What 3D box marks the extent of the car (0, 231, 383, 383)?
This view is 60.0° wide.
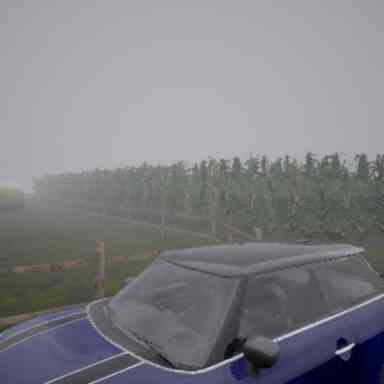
[{"bbox_3d":[0.243,1.356,3.237,4.553,1.767,2.097,0,0,-35],"label":"car"}]
